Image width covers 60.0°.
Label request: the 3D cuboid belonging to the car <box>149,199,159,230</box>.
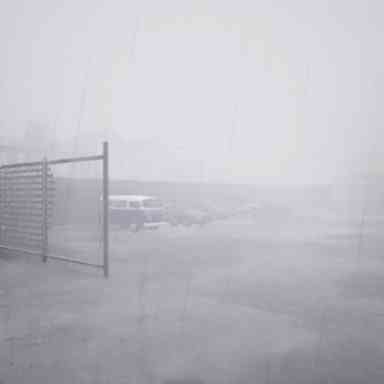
[{"bbox_3d":[-0.945,1.457,22.477,1.789,1.547,3.705,0,0,36],"label":"car"}]

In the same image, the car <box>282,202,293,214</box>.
[{"bbox_3d":[7.613,1.402,33.397,4.611,1.667,2.242,0,0,36],"label":"car"}]

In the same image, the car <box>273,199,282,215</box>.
[{"bbox_3d":[6.871,1.503,31.309,2.207,1.379,1.481,0,0,36],"label":"car"}]

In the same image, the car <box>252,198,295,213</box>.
[{"bbox_3d":[8.858,1.473,36.405,4.193,1.474,1.816,0,0,36],"label":"car"}]

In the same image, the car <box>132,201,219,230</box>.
[{"bbox_3d":[-1.207,1.529,22.385,5.357,1.415,2.033,0,0,36],"label":"car"}]

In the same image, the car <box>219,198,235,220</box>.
[{"bbox_3d":[1.180,1.470,26.431,3.633,1.501,1.845,0,0,36],"label":"car"}]

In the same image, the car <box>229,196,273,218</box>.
[{"bbox_3d":[4.911,1.297,30.054,3.866,1.878,1.905,0,0,36],"label":"car"}]
